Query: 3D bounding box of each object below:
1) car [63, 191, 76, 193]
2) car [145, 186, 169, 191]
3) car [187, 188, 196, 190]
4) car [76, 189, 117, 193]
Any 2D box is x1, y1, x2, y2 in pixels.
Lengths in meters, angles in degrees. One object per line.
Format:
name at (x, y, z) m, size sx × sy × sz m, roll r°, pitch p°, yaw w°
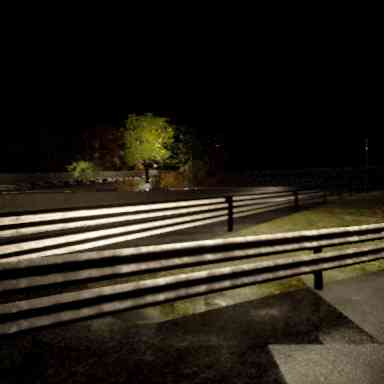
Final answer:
car at (-15.506, 0.613, 41.788) m, size 1.812 × 1.442 × 4.674 m, roll 0°, pitch 1°, yaw 32°
car at (-6.004, -0.035, 57.090) m, size 2.150 × 2.045 × 5.566 m, roll 0°, pitch 1°, yaw 32°
car at (-0.021, 0.179, 53.453) m, size 2.128 × 1.511 × 4.902 m, roll 0°, pitch 1°, yaw 32°
car at (-10.125, 0.431, 37.188) m, size 2.097 × 1.767 × 4.553 m, roll 0°, pitch 1°, yaw 32°
